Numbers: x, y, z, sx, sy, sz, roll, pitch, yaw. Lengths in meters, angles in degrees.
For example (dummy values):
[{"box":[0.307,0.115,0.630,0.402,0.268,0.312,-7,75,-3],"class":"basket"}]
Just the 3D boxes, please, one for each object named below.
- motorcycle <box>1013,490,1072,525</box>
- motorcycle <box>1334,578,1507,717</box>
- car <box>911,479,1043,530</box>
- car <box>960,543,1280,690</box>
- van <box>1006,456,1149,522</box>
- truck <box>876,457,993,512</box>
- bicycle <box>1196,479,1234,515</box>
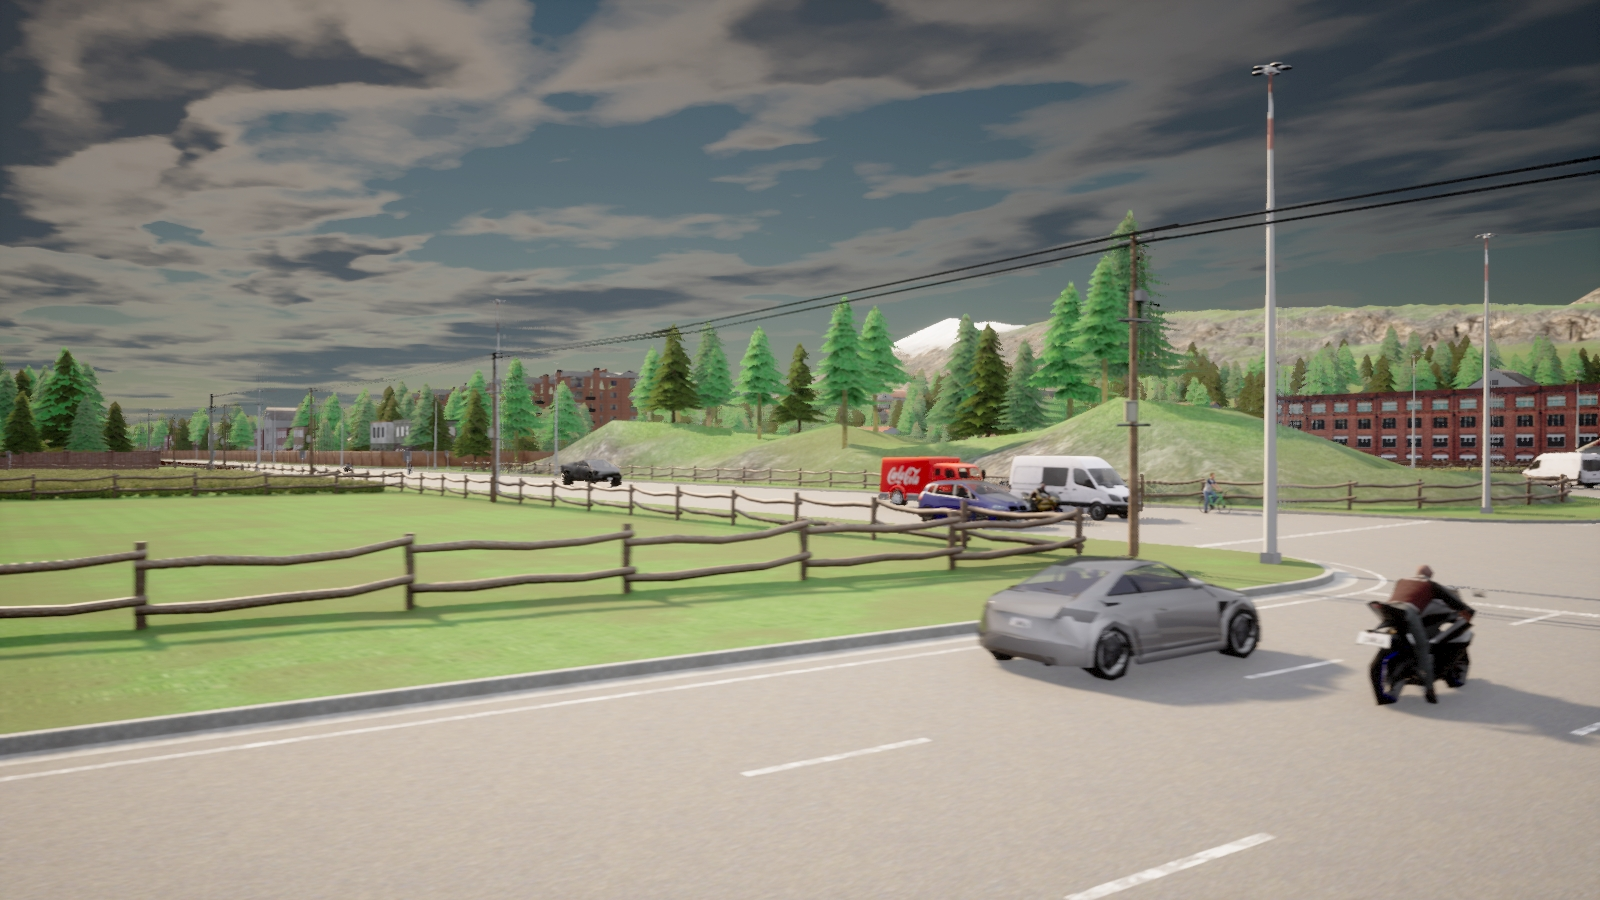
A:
[{"box":[9.370,2.204,44.263,0.867,1.251,2.209,0,0,-36],"class":"motorcycle"},{"box":[7.135,2.205,13.100,2.209,1.251,0.867,0,0,-36],"class":"motorcycle"},{"box":[6.473,1.966,42.300,2.242,1.667,4.611,0,0,-35],"class":"car"},{"box":[4.379,2.118,15.417,4.181,1.385,1.994,0,0,-36],"class":"car"},{"box":[11.412,1.533,47.412,1.988,2.561,5.915,0,0,-36],"class":"van"},{"box":[6.329,1.568,54.291,2.627,2.467,5.204,0,0,-37],"class":"truck"},{"box":[18.160,2.054,50.025,0.373,1.496,1.643,0,0,-36],"class":"bicycle"}]
